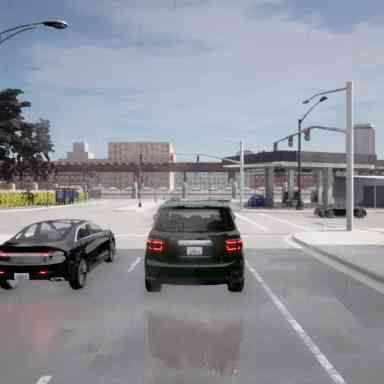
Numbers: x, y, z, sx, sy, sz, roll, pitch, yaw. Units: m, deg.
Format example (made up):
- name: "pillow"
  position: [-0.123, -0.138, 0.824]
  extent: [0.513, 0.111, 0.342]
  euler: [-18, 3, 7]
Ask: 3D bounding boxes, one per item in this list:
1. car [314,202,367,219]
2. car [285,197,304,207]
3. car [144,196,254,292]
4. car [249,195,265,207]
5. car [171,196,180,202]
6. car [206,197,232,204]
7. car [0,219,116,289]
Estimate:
- name: "car"
  position: [12.935, 1.564, 29.118]
  extent: [4.181, 1.385, 1.994]
  euler: [0, 0, -1]
- name: "car"
  position: [15.358, 1.456, 50.032]
  extent: [1.970, 1.475, 3.806]
  euler: [0, 0, 0]
- name: "car"
  position: [0.067, 1.221, 9.068]
  extent: [2.150, 2.045, 5.566]
  euler: [0, 0, 0]
- name: "car"
  position: [9.614, 1.295, 49.259]
  extent: [2.242, 1.667, 4.611]
  euler: [0, 0, 0]
- name: "car"
  position: [-3.644, 1.552, 74.497]
  extent: [1.994, 1.385, 4.181]
  euler: [0, 0, 0]
- name: "car"
  position: [5.131, 1.600, 63.194]
  extent: [4.718, 1.301, 1.895]
  euler: [0, 0, -24]
- name: "car"
  position: [-3.438, 1.492, 9.150]
  extent: [2.128, 1.511, 4.902]
  euler: [0, 0, 0]
